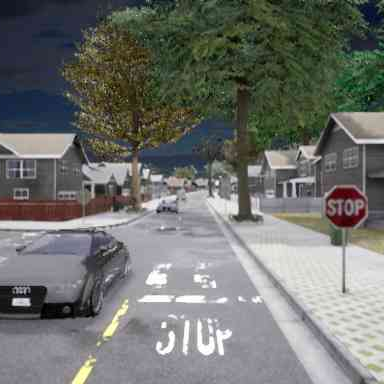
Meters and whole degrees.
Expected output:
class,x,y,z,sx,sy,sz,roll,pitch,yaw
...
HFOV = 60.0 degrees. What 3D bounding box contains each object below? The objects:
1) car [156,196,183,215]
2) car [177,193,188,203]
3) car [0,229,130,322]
class,x,y,z,sx,sy,sz,roll,pitch,yaw
car,-2.253,1.392,31.811,1.994,1.385,4.181,0,0,1
car,-1.828,1.014,57.944,1.837,1.490,4.892,0,1,1
car,-2.656,1.534,7.223,1.994,1.385,4.181,0,0,1
